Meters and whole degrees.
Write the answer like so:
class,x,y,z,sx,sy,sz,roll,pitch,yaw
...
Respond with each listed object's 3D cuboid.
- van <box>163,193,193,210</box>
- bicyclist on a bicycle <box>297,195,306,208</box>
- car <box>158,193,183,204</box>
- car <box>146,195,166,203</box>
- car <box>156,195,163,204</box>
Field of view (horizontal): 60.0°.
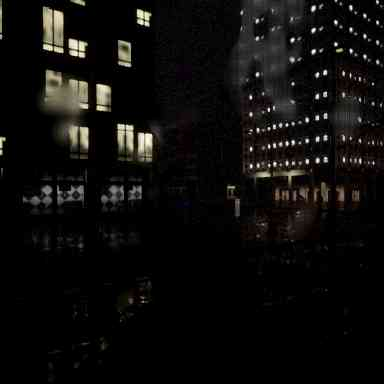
class,x,y,z,sx,sy,sz,roll,pitch,yaw
van,-1.440,1.210,40.266,1.690,1.788,3.998,0,0,-34
bicyclist on a bicycle,12.950,1.117,39.221,1.656,1.620,0.582,-1,1,-34
car,-3.842,1.035,58.721,2.192,1.841,5.009,0,0,-34
car,-6.954,1.238,63.305,1.887,1.381,4.507,0,0,-34
car,-5.166,1.296,56.051,2.033,1.411,5.357,-1,1,-34
